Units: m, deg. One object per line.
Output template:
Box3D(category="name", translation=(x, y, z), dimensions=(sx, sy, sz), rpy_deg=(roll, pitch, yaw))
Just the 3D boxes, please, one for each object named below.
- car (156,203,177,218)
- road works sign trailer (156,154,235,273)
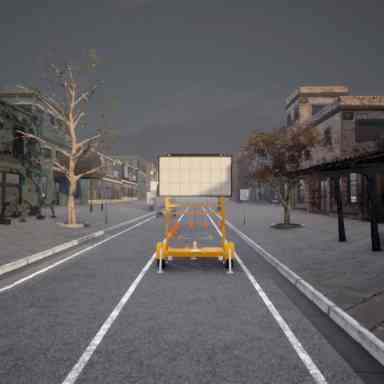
Box3D(category="car", translation=(-2.645, 1.945, 35.189), dimensions=(2.128, 1.511, 4.902), rpy_deg=(0, -1, 1))
Box3D(category="road works sign trailer", translation=(0.108, 0.552, 10.922), dimensions=(2.380, 3.560, 2.880), rpy_deg=(0, -1, 1))
